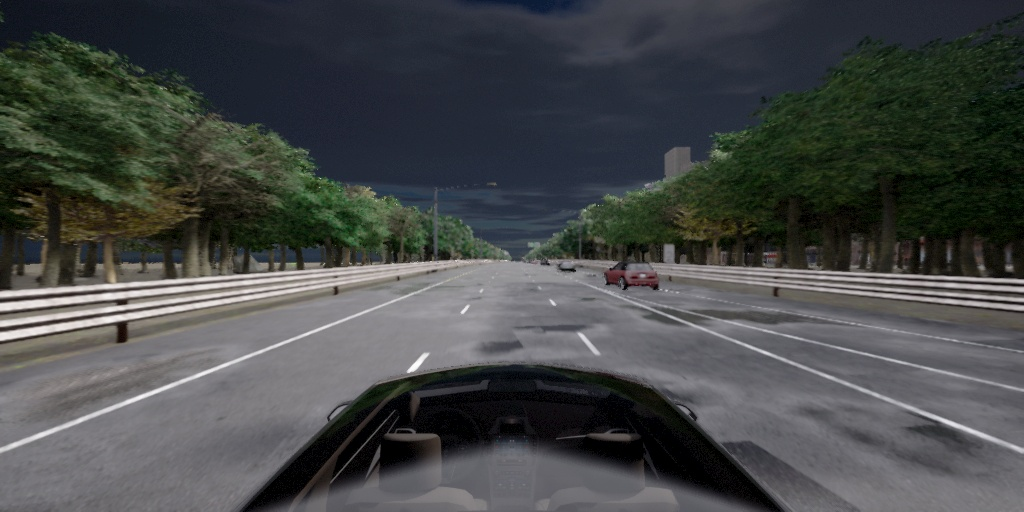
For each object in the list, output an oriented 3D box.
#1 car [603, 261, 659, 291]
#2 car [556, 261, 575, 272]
[{"bbox_3d":[7.232,1.113,22.262,2.097,1.767,4.553,0,0,-3],"label":"car"},{"bbox_3d":[7.007,1.334,47.016,1.994,1.385,4.181,0,0,0],"label":"car"}]
